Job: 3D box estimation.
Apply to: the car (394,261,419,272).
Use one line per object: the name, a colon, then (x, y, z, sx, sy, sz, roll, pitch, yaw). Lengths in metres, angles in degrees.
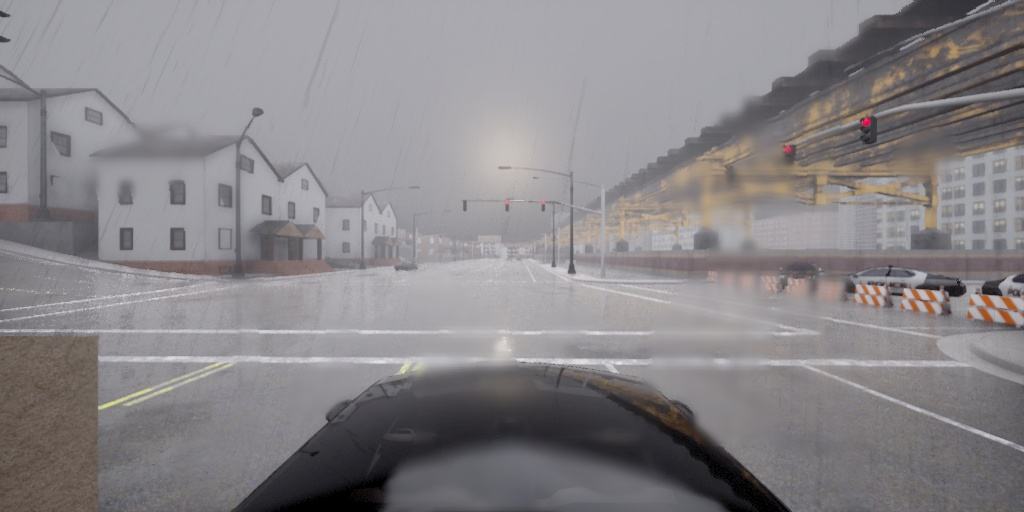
car: (-13.531, 1.330, 46.105, 1.895, 1.301, 4.718, 0, 0, 1)
